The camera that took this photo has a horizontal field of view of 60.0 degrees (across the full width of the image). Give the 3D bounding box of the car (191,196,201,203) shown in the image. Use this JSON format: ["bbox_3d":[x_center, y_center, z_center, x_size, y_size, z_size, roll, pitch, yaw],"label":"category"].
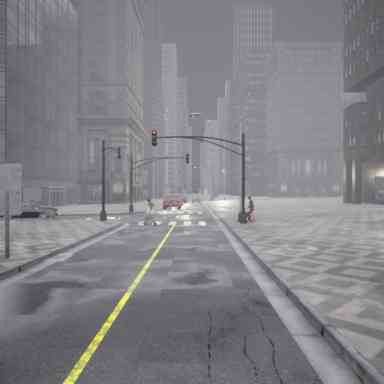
[{"bbox_3d":[0.878,1.575,68.042,2.033,1.411,5.357,0,0,1],"label":"car"}]

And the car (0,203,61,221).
[{"bbox_3d":[-13.893,1.690,28.595,4.902,1.511,2.128,-1,0,0],"label":"car"}]

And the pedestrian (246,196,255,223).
[{"bbox_3d":[3.879,1.146,22.141,0.375,1.860,0.375,0,0,1],"label":"pedestrian"}]

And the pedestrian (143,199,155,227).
[{"bbox_3d":[-2.798,1.299,21.628,0.375,1.860,0.375,0,0,1],"label":"pedestrian"}]

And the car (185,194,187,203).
[{"bbox_3d":[-2.390,1.506,54.209,2.128,1.511,4.902,0,0,1],"label":"car"}]

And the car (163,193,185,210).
[{"bbox_3d":[-2.518,1.232,44.241,2.150,2.045,5.566,0,0,2],"label":"car"}]

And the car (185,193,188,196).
[{"bbox_3d":[-2.107,1.251,69.172,2.150,2.045,5.566,0,0,1],"label":"car"}]
